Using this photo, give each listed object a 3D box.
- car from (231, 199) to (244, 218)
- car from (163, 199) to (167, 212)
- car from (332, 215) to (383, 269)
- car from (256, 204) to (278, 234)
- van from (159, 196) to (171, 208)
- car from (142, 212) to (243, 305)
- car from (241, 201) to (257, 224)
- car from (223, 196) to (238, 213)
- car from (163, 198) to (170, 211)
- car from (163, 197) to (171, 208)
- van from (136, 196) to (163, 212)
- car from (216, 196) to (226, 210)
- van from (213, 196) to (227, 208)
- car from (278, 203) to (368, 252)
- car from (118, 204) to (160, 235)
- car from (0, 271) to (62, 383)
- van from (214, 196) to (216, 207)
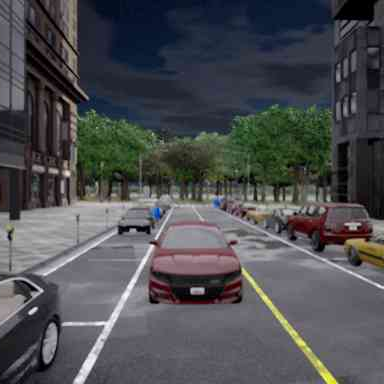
[{"bbox_3d":[5.067,1.634,30.411,1.887,1.381,4.507,0,0,-2],"label":"car"},{"bbox_3d":[-3.448,1.598,29.964,1.752,1.417,4.829,0,0,-2],"label":"car"},{"bbox_3d":[5.768,1.558,8.841,1.752,1.417,4.829,0,0,-2],"label":"car"},{"bbox_3d":[5.420,1.610,19.541,2.008,1.369,4.403,0,0,-2],"label":"car"},{"bbox_3d":[-4.159,1.477,51.874,1.690,1.788,3.998,0,0,-2],"label":"van"},{"bbox_3d":[0.017,1.499,8.419,1.882,1.535,5.008,0,0,-2],"label":"car"},{"bbox_3d":[5.238,1.600,25.146,1.752,1.417,4.829,0,0,-2],"label":"car"},{"bbox_3d":[4.891,1.544,35.845,1.967,1.590,4.097,0,0,-2],"label":"car"},{"bbox_3d":[-3.630,1.655,35.569,1.947,1.339,4.313,0,0,-2],"label":"car"},{"bbox_3d":[-3.801,1.629,40.834,1.752,1.417,4.829,0,0,-2],"label":"car"},{"bbox_3d":[-3.277,1.400,24.700,1.690,1.788,3.998,0,0,-2],"label":"van"},{"bbox_3d":[4.715,1.435,41.281,2.192,1.841,5.009,0,0,-2],"label":"car"},{"bbox_3d":[4.362,1.493,52.150,1.690,1.788,3.998,0,0,-2],"label":"van"},{"bbox_3d":[5.597,1.361,14.107,2.192,1.841,5.009,0,0,-2],"label":"car"},{"bbox_3d":[-3.100,1.610,19.264,1.947,1.339,4.313,0,0,-2],"label":"car"},{"bbox_3d":[-2.571,1.554,2.961,2.008,1.369,4.403,0,0,-2],"label":"car"},{"bbox_3d":[4.538,1.477,46.715,1.690,1.788,3.998,0,0,-2],"label":"van"}]
